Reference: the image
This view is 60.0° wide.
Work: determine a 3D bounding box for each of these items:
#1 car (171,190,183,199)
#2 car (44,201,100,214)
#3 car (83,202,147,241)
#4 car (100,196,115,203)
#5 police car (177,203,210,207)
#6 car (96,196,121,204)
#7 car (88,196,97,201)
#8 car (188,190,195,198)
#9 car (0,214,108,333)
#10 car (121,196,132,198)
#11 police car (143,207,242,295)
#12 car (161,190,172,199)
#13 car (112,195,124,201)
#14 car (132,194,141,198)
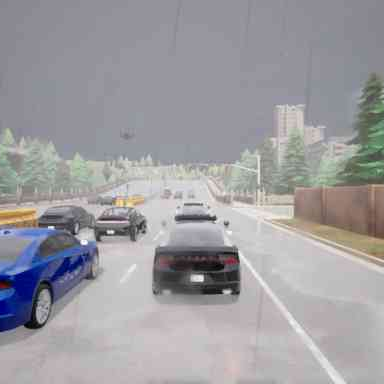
[{"bbox_3d":[-3.645,0.903,88.111,2.097,1.767,4.553,0,3,0],"label":"car"},{"bbox_3d":[-6.909,1.505,18.730,1.837,1.490,4.892,0,0,0],"label":"car"},{"bbox_3d":[-3.417,1.492,16.528,2.128,1.511,4.902,0,0,1],"label":"car"},{"bbox_3d":[-17.537,1.552,69.263,1.994,1.385,4.181,0,0,0],"label":"car"},{"bbox_3d":[0.090,1.425,18.771,1.930,1.638,5.238,0,0,0],"label":"police car"},{"bbox_3d":[-14.105,1.547,56.689,2.033,1.411,5.357,0,0,0],"label":"car"},{"bbox_3d":[-17.584,1.505,60.641,1.837,1.490,4.892,0,0,0],"label":"car"},{"bbox_3d":[-0.164,0.931,91.320,1.895,1.301,4.718,0,4,0],"label":"car"},{"bbox_3d":[-3.404,1.478,6.954,1.882,1.535,5.008,0,0,0],"label":"car"},{"bbox_3d":[-14.044,1.491,66.313,2.128,1.511,4.902,0,0,0],"label":"car"},{"bbox_3d":[0.096,1.425,8.868,1.930,1.638,5.238,0,0,0],"label":"police car"},{"bbox_3d":[-7.147,1.071,88.534,1.994,1.385,4.181,0,4,0],"label":"car"},{"bbox_3d":[-17.593,1.501,79.322,1.895,1.301,4.718,0,1,0],"label":"car"},{"bbox_3d":[-14.126,1.225,85.000,2.128,1.511,4.902,0,2,0],"label":"car"}]
